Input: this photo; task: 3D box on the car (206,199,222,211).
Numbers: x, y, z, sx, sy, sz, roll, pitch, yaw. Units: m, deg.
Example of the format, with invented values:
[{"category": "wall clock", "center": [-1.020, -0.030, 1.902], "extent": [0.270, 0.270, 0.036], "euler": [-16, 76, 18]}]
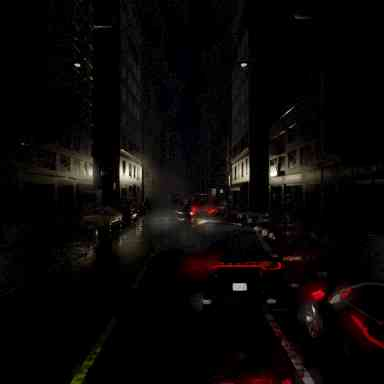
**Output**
[{"category": "car", "center": [2.745, 1.591, 42.141], "extent": [1.802, 1.307, 4.206], "euler": [0, 0, 0]}]

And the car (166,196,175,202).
[{"category": "car", "center": [-5.181, 1.567, 80.272], "extent": [2.008, 1.369, 4.403], "euler": [0, 0, 0]}]

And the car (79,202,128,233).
[{"category": "car", "center": [-5.333, 1.529, 19.912], "extent": [1.752, 1.417, 4.829], "euler": [0, 0, 0]}]

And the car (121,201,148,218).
[{"category": "car", "center": [-5.308, 1.588, 31.117], "extent": [1.802, 1.307, 4.206], "euler": [0, 0, 0]}]

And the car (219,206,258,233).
[{"category": "car", "center": [2.688, 1.585, 20.065], "extent": [1.802, 1.307, 4.206], "euler": [0, 0, 0]}]

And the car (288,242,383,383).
[{"category": "car", "center": [2.645, 1.566, 3.509], "extent": [1.947, 1.339, 4.313], "euler": [0, 0, 0]}]

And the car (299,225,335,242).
[{"category": "car", "center": [2.660, 1.545, 9.027], "extent": [1.887, 1.381, 4.507], "euler": [0, 0, 0]}]

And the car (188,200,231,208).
[{"category": "car", "center": [0.855, 1.459, 18.405], "extent": [1.801, 1.575, 5.366], "euler": [0, 0, 0]}]

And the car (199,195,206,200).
[{"category": "car", "center": [2.874, 1.600, 91.622], "extent": [1.802, 1.307, 4.206], "euler": [0, 0, 0]}]

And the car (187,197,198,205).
[{"category": "car", "center": [0.152, 1.614, 58.945], "extent": [1.895, 1.301, 4.718], "euler": [0, 0, 0]}]

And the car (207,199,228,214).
[{"category": "car", "center": [2.731, 1.558, 36.622], "extent": [2.008, 1.369, 4.403], "euler": [0, 0, 0]}]

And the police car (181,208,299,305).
[{"category": "police car", "center": [0.747, 1.426, 8.298], "extent": [1.930, 1.638, 5.238], "euler": [0, 0, -2]}]

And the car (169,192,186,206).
[{"category": "car", "center": [-2.605, 1.236, 56.660], "extent": [2.150, 2.045, 5.566], "euler": [0, 0, 0]}]

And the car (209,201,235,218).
[{"category": "car", "center": [2.717, 1.557, 31.104], "extent": [2.008, 1.369, 4.403], "euler": [0, 0, 0]}]

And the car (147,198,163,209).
[{"category": "car", "center": [-5.266, 1.536, 47.502], "extent": [1.752, 1.417, 4.829], "euler": [0, 0, 0]}]

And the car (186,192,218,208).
[{"category": "car", "center": [0.887, 1.229, 24.242], "extent": [2.150, 2.045, 5.566], "euler": [0, 0, 0]}]

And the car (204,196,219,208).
[{"category": "car", "center": [2.760, 1.450, 47.660], "extent": [1.967, 1.590, 4.097], "euler": [0, 0, 0]}]

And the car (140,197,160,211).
[{"category": "car", "center": [-5.280, 1.449, 42.155], "extent": [1.967, 1.590, 4.097], "euler": [0, 0, 0]}]

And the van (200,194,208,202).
[{"category": "van", "center": [2.844, 1.357, 80.260], "extent": [1.690, 1.788, 3.998], "euler": [0, 0, 0]}]

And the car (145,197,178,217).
[{"category": "car", "center": [-2.770, 1.498, 30.960], "extent": [2.128, 1.511, 4.902], "euler": [0, 0, 0]}]

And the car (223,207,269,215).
[{"category": "car", "center": [2.674, 1.553, 14.546], "extent": [2.008, 1.369, 4.403], "euler": [0, 0, 0]}]

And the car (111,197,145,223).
[{"category": "car", "center": [-5.323, 1.320, 25.599], "extent": [2.192, 1.841, 5.009], "euler": [0, 0, 0]}]
